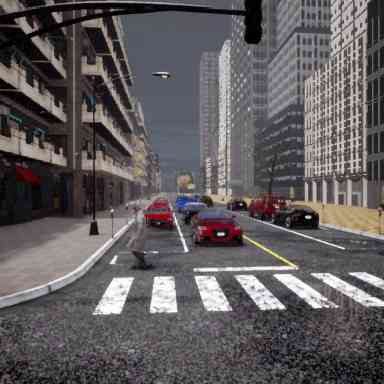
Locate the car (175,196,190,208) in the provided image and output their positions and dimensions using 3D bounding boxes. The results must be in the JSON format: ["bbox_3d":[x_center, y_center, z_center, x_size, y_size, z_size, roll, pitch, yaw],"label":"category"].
[{"bbox_3d":[-1.365,1.256,44.612,1.837,1.490,4.892,0,0,-4],"label":"car"}]

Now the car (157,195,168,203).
[{"bbox_3d":[-5.143,1.251,58.543,1.947,1.339,4.313,0,0,-5],"label":"car"}]

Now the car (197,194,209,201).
[{"bbox_3d":[2.315,1.181,70.231,1.947,1.339,4.313,0,0,-5],"label":"car"}]

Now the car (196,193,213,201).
[{"bbox_3d":[1.728,1.250,44.787,1.837,1.490,4.892,0,0,-4],"label":"car"}]

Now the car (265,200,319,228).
[{"bbox_3d":[6.342,1.436,20.689,1.947,1.339,4.313,0,0,-5],"label":"car"}]

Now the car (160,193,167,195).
[{"bbox_3d":[-4.234,1.267,47.364,1.752,1.417,4.829,0,0,-5],"label":"car"}]

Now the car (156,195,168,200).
[{"bbox_3d":[-3.353,1.343,36.524,1.887,1.381,4.507,0,0,-5],"label":"car"}]

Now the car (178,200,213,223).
[{"bbox_3d":[0.271,1.463,23.859,1.895,1.301,4.718,0,0,-5],"label":"car"}]

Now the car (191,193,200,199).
[{"bbox_3d":[0.973,1.095,86.745,2.008,1.369,4.403,0,0,-5],"label":"car"}]

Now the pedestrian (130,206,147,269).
[{"bbox_3d":[-1.518,1.243,9.593,0.375,1.860,0.375,0,0,-5],"label":"pedestrian"}]

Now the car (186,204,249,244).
[{"bbox_3d":[0.980,1.476,15.108,1.994,1.385,4.181,0,0,-5],"label":"car"}]

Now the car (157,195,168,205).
[{"bbox_3d":[-4.682,1.239,52.870,1.752,1.417,4.829,0,0,-5],"label":"car"}]

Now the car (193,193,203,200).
[{"bbox_3d":[1.421,1.008,81.239,1.967,1.590,4.097,0,0,-5],"label":"car"}]

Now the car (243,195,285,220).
[{"bbox_3d":[5.896,1.154,26.193,2.192,1.841,5.009,0,0,-5],"label":"car"}]

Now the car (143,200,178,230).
[{"bbox_3d":[-2.010,1.433,20.011,1.887,1.381,4.507,0,0,-5],"label":"car"}]

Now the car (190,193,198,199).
[{"bbox_3d":[0.526,1.071,92.250,2.008,1.369,4.403,0,0,-5],"label":"car"}]

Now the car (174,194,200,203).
[{"bbox_3d":[-0.563,1.284,34.229,1.882,1.535,5.008,0,0,-4],"label":"car"}]

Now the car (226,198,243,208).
[{"bbox_3d":[5.000,1.346,37.202,1.947,1.339,4.313,0,0,-5],"label":"car"}]
